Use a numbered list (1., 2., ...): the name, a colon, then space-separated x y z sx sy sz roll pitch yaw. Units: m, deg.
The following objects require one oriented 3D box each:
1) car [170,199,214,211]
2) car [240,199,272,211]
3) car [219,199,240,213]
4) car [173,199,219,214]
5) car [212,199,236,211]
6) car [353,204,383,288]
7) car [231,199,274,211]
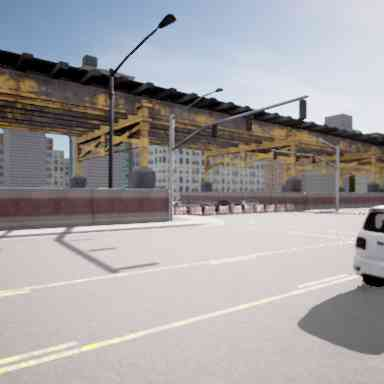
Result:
1. car: 0.014 1.426 36.350 4.536 1.218 1.853 0 0 8
2. car: 7.680 1.488 42.768 4.536 1.218 1.853 0 0 -7
3. car: 3.814 1.612 39.021 2.038 1.542 4.974 0 0 18
4. car: 0.064 1.584 36.343 4.974 1.542 2.038 0 0 8
5. car: 3.831 1.455 39.071 1.853 1.218 4.536 0 0 18
6. car: 6.232 1.286 8.195 5.566 2.045 2.150 0 0 -35
7. car: 7.731 1.646 42.774 4.974 1.542 2.038 0 0 -7
